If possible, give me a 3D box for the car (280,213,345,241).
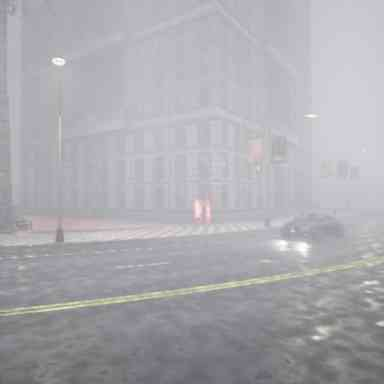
[{"bbox_3d":[6.811,1.883,18.744,4.181,1.385,1.994,1,-1,-40],"label":"car"}]
